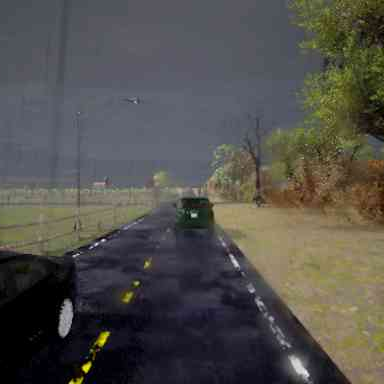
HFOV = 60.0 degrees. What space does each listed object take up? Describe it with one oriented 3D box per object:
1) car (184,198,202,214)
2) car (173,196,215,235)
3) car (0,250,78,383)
[{"bbox_3d":[0.106,1.467,36.539,1.882,1.535,5.008,0,0,0],"label":"car"},{"bbox_3d":[0.103,1.228,18.865,2.150,2.045,5.566,0,0,0],"label":"car"},{"bbox_3d":[-2.848,1.479,3.607,1.882,1.535,5.008,0,0,0],"label":"car"}]
